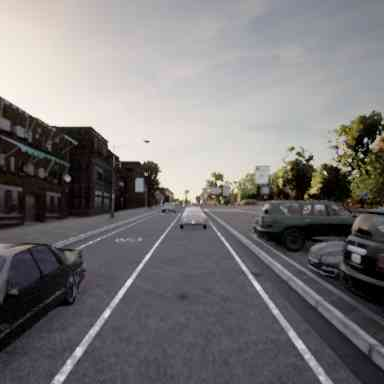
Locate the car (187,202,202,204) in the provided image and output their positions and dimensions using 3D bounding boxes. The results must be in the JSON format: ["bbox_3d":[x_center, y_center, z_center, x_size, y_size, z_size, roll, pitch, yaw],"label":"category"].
[{"bbox_3d":[0.087,2.050,41.209,2.097,1.767,4.553,0,-1,0],"label":"car"}]

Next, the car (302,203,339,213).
[{"bbox_3d":[18.682,2.339,48.420,4.674,1.452,2.002,0,-1,0],"label":"car"}]

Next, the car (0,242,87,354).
[{"bbox_3d":[-3.352,1.607,5.517,2.033,1.411,5.357,0,-1,0],"label":"car"}]

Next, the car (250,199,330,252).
[{"bbox_3d":[5.620,1.393,14.385,5.566,2.045,2.435,0,-1,0],"label":"car"}]

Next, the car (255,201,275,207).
[{"bbox_3d":[18.658,3.084,85.617,4.674,1.452,2.002,0,-1,0],"label":"car"}]

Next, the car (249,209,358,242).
[{"bbox_3d":[5.586,1.690,17.182,4.892,1.521,2.231,0,-1,0],"label":"car"}]

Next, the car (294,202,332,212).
[{"bbox_3d":[18.692,2.362,51.569,5.008,1.535,2.097,0,-1,0],"label":"car"}]

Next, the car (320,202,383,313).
[{"bbox_3d":[5.620,1.281,5.976,5.566,2.045,2.435,0,-1,0],"label":"car"}]

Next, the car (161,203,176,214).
[{"bbox_3d":[-3.351,2.342,48.051,1.837,1.490,4.892,0,-1,0],"label":"car"}]

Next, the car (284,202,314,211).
[{"bbox_3d":[18.686,2.533,58.116,4.674,1.452,2.002,0,-1,0],"label":"car"}]

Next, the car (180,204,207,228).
[{"bbox_3d":[0.088,1.895,25.043,1.812,1.442,4.674,0,-1,0],"label":"car"}]

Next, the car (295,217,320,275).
[{"bbox_3d":[5.597,1.566,8.778,4.892,1.521,2.231,0,-1,0],"label":"car"}]

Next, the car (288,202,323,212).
[{"bbox_3d":[18.682,2.428,54.842,4.892,1.521,2.231,0,-1,0],"label":"car"}]

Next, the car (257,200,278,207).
[{"bbox_3d":[18.729,2.854,82.451,4.553,1.767,2.185,0,-1,0],"label":"car"}]
